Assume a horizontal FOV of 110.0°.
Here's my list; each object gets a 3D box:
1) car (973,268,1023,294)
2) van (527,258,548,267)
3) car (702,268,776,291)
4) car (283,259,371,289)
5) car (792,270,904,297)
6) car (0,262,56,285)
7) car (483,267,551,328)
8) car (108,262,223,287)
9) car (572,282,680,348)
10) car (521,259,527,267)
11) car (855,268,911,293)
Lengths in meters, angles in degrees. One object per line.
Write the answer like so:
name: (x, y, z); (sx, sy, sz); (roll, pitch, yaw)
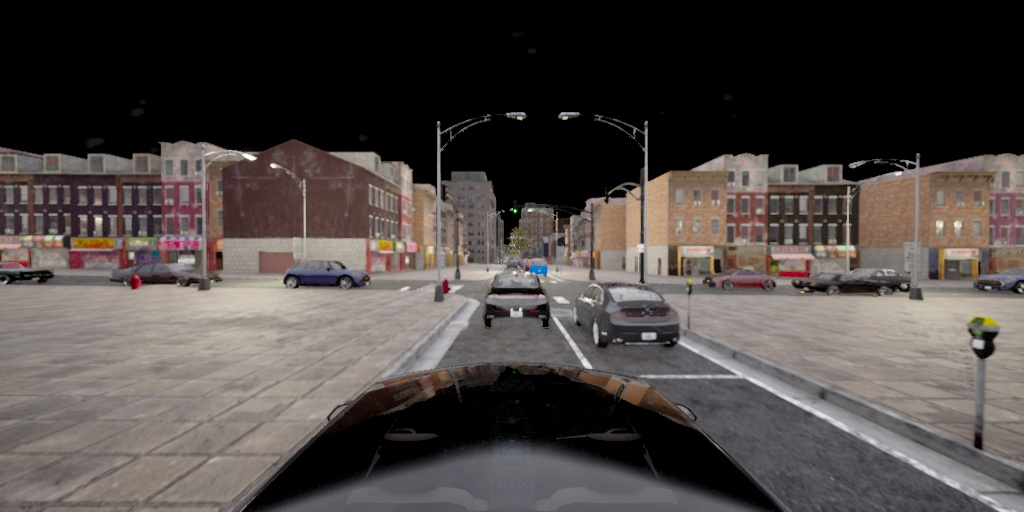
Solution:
car: (34.059, 1.558, 23.957); (4.553, 1.767, 2.097); (1, 1, 0)
van: (2.648, 1.187, 36.019); (1.690, 1.789, 3.998); (0, 0, 0)
car: (15.130, 1.537, 24.018); (4.181, 1.385, 1.994); (1, 1, 0)
car: (-10.752, 1.025, 21.118); (4.553, 1.767, 2.097); (1, 1, 0)
car: (19.486, 1.673, 21.074); (4.718, 1.301, 1.895); (1, 1, 0)
car: (-30.280, 1.010, 21.162); (4.718, 1.301, 1.895); (1, 1, 0)
car: (0.152, 1.253, 11.435); (2.128, 1.511, 4.902); (0, 0, 1)
car: (-20.304, 1.092, 21.129); (5.357, 1.411, 2.033); (1, 1, 0)
car: (2.639, 1.308, 9.064); (2.007, 1.370, 4.403); (0, 0, 0)
car: (2.651, 1.220, 46.600); (2.192, 1.841, 5.009); (0, 0, 0)
car: (23.968, 1.581, 23.995); (4.902, 1.511, 2.128); (1, 1, 0)
